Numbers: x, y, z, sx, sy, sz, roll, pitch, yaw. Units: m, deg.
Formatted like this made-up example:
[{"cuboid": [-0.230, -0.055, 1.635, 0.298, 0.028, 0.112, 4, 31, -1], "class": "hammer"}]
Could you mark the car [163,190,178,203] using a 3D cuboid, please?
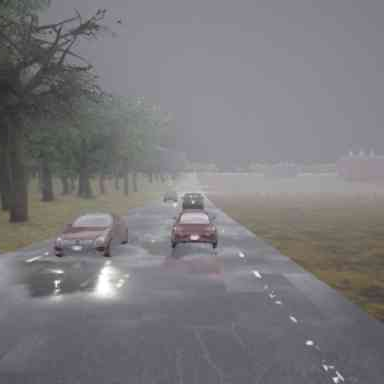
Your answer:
[{"cuboid": [-3.549, 0.673, 55.479, 2.150, 2.045, 5.566, 0, 2, 1], "class": "car"}]

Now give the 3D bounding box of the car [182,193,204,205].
[{"cuboid": [0.103, 1.088, 34.736, 2.150, 2.045, 5.566, 0, 1, 0], "class": "car"}]

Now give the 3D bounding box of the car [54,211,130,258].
[{"cuboid": [-3.610, 1.503, 12.788, 1.812, 1.442, 4.674, 0, 0, 0], "class": "car"}]

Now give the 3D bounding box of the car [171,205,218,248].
[{"cuboid": [0.101, 1.499, 14.555, 1.812, 1.442, 4.674, 0, 0, 0], "class": "car"}]
